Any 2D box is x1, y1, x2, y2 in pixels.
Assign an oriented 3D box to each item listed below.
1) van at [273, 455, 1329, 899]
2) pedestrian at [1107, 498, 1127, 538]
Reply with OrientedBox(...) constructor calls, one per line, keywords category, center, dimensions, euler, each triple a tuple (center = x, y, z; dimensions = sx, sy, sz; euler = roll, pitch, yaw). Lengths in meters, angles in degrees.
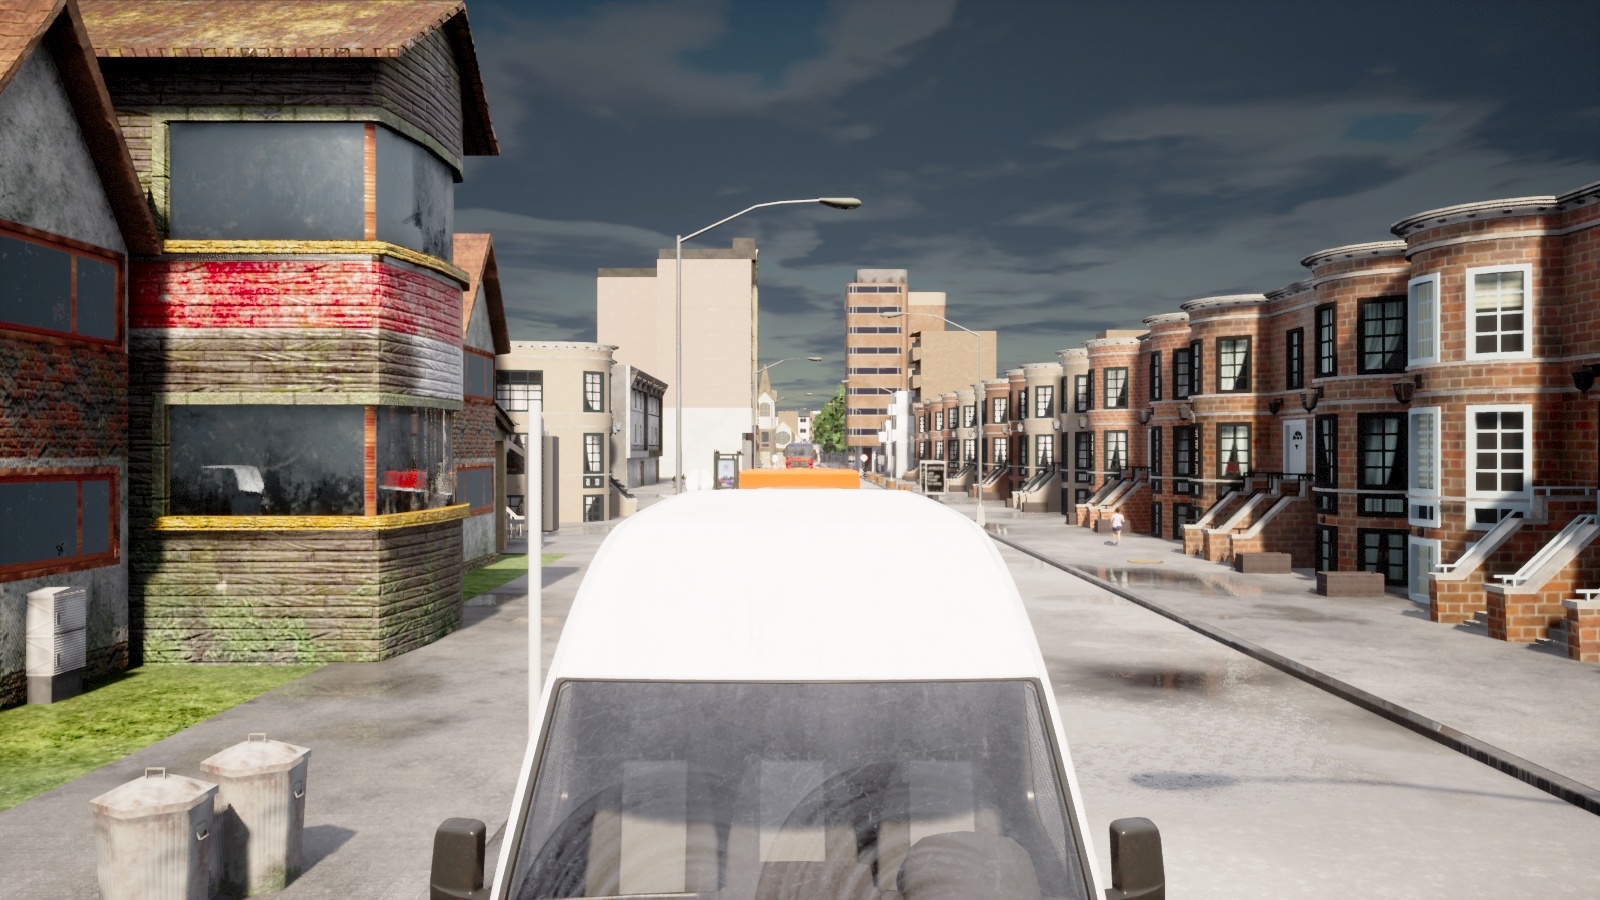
OrientedBox(category="van", center=(-0.003, 1.314, 5.110), dimensions=(1.988, 2.561, 5.915), euler=(0, 0, 0))
OrientedBox(category="pedestrian", center=(8.900, 1.903, 32.062), dimensions=(0.500, 1.100, 0.500), euler=(0, 0, 12))
